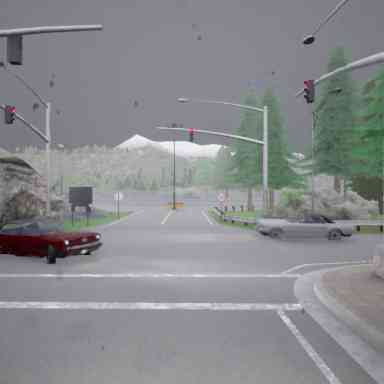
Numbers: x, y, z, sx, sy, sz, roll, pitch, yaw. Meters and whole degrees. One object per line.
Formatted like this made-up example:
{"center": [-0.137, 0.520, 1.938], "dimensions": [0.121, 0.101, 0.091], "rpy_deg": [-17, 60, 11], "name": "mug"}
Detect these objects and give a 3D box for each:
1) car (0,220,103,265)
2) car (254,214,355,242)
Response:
{"center": [-5.580, 1.705, 12.102], "dimensions": [4.718, 1.301, 1.895], "rpy_deg": [-1, 0, 25], "name": "car"}
{"center": [5.622, 1.765, 17.089], "dimensions": [4.718, 1.301, 1.895], "rpy_deg": [1, 0, 0], "name": "car"}
